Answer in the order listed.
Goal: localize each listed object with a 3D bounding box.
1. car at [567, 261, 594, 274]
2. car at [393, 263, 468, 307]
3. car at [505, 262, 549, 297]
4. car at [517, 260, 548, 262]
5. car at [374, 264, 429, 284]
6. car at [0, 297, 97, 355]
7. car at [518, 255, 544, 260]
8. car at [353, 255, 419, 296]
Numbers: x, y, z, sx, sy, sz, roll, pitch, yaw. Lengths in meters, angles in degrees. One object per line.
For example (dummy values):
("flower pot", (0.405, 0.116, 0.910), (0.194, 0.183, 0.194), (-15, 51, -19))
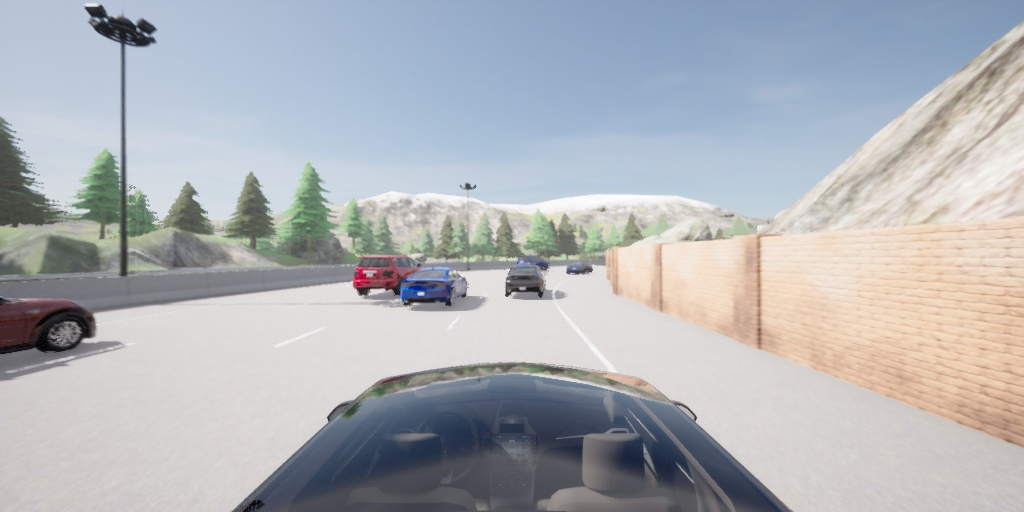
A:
("car", (7.558, 1.278, 39.677), (1.994, 1.385, 4.181), (0, 0, 29))
("car", (-3.190, 1.232, 15.599), (1.882, 1.535, 5.008), (0, 0, 3))
("car", (0.818, 1.246, 18.961), (1.837, 1.490, 4.892), (-1, 0, 8))
("car", (1.634, 1.334, 35.985), (1.895, 1.301, 4.718), (0, 0, 25))
("car", (-8.489, 1.366, 28.056), (1.895, 1.301, 4.718), (0, 0, 14))
("car", (-10.395, 1.130, 6.120), (2.097, 1.767, 4.553), (0, 0, 0))
("car", (2.701, 0.949, 45.805), (2.150, 2.045, 5.566), (-1, 0, 34))
("car", (-6.389, 0.985, 19.494), (2.150, 2.045, 5.566), (-1, 0, 6))
